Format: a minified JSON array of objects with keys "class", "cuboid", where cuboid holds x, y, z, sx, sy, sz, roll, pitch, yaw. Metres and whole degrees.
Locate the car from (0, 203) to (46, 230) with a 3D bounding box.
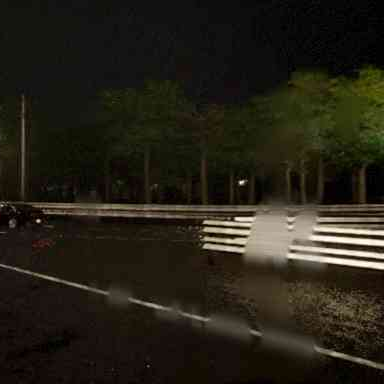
[{"class":"car","cuboid":[-11.401,1.475,20.694,4.892,1.490,1.837,0,0,21]}]
